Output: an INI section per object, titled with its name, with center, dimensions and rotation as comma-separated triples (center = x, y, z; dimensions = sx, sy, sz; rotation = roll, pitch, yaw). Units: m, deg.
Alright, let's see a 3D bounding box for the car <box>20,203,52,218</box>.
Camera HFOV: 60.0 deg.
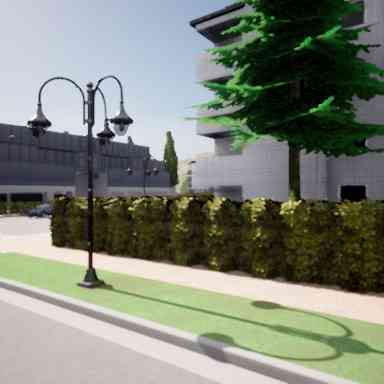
[car]
center = -13.833, 1.747, 32.627
dimensions = 2.033, 1.411, 5.357
rotation = 0, 0, 35
